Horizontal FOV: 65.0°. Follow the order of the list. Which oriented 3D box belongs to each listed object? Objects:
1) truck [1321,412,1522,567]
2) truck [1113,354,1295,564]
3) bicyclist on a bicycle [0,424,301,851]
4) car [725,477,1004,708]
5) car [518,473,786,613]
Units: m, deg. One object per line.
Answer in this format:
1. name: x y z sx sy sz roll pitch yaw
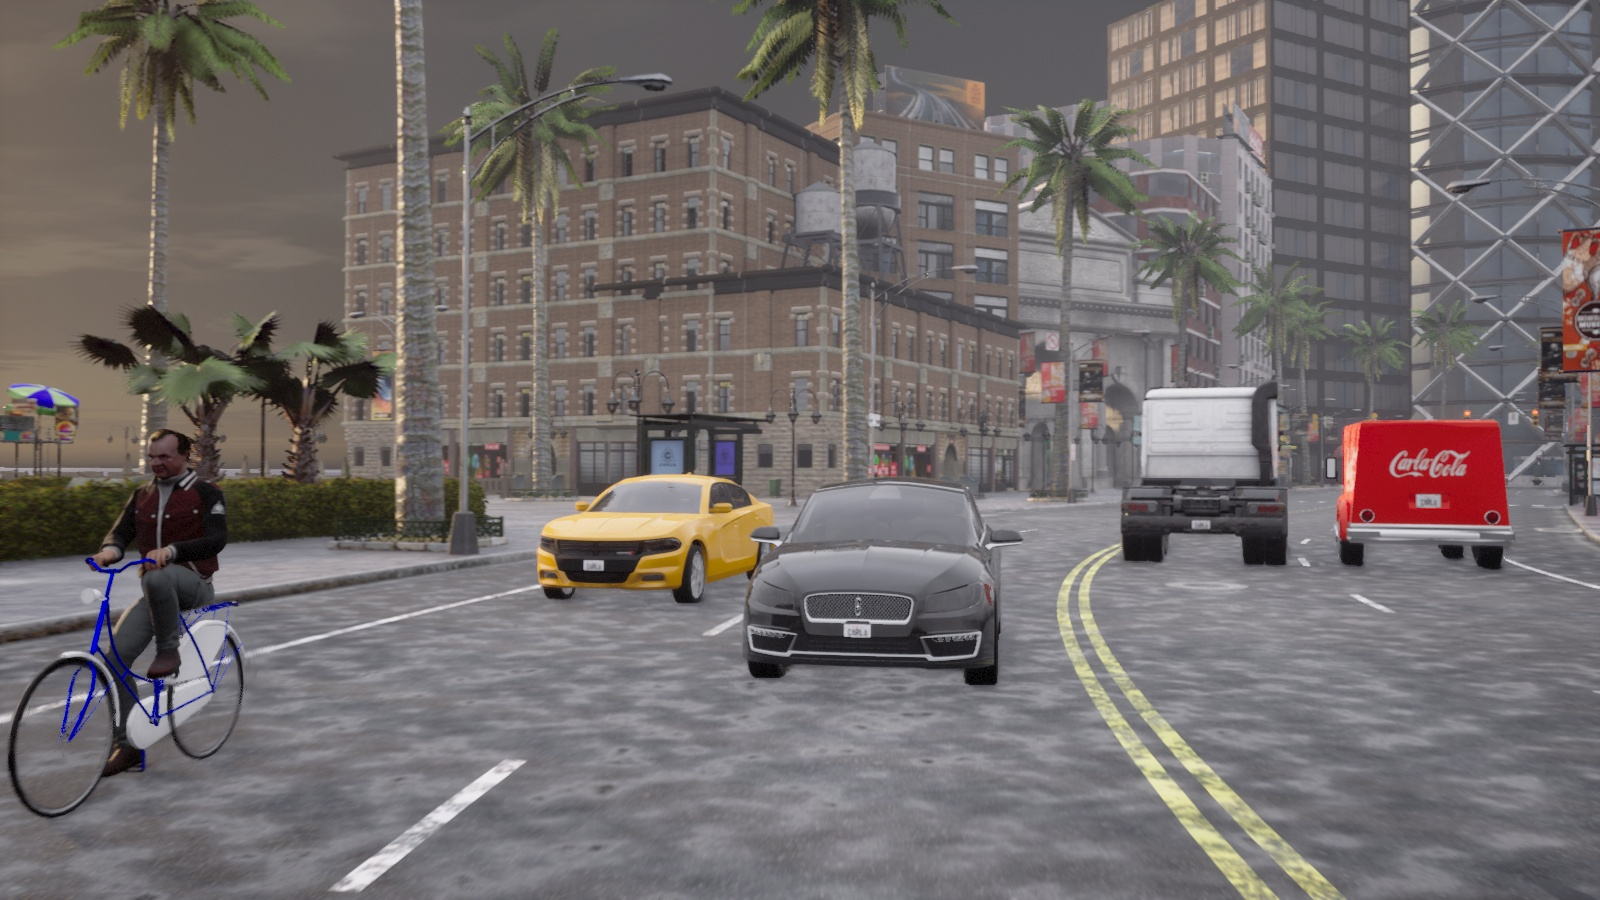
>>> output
1. truck: 11.066 0.675 22.830 2.627 2.467 5.204 -1 -1 19
2. truck: 8.087 0.224 24.921 2.891 3.462 7.936 -1 -1 19
3. bicyclist on a bicycle: -3.232 0.799 6.189 0.659 1.776 1.843 0 -1 5
4. car: 0.807 0.999 10.839 1.837 1.490 4.892 0 -1 10
5. car: -1.707 1.074 16.486 1.882 1.535 5.008 0 -1 14
